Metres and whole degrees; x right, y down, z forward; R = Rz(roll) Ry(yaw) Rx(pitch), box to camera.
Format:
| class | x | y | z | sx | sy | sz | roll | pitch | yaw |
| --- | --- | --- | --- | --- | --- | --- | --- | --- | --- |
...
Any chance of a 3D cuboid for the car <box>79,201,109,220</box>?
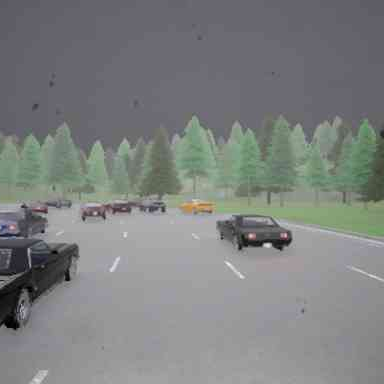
| class | x | y | z | sx | sy | sz | roll | pitch | yaw |
| --- | --- | --- | --- | --- | --- | --- | --- | --- | --- |
| car | -8.578 | 1.524 | 28.404 | 1.812 | 1.442 | 4.674 | 0 | 0 | -23 |

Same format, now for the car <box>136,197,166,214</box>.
| class | x | y | z | sx | sy | sz | roll | pitch | yaw |
| --- | --- | --- | --- | --- | --- | --- | --- | --- | --- |
| car | -4.440 | 1.501 | 35.865 | 1.837 | 1.490 | 4.892 | 1 | -1 | -29 |

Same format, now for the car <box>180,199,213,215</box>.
| class | x | y | z | sx | sy | sz | roll | pitch | yaw |
| --- | --- | --- | --- | --- | --- | --- | --- | --- | --- |
| car | 0.352 | 1.477 | 34.474 | 1.882 | 1.535 | 5.008 | 0 | -1 | -26 |

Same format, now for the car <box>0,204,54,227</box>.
| class | x | y | z | sx | sy | sz | roll | pitch | yaw |
| --- | --- | --- | --- | --- | --- | --- | --- | --- | --- |
| car | -8.567 | 1.546 | 16.333 | 2.033 | 1.411 | 5.357 | 0 | 0 | -11 |

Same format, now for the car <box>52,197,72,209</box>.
| class | x | y | z | sx | sy | sz | roll | pitch | yaw |
| --- | --- | --- | --- | --- | --- | --- | --- | --- | --- |
| car | -18.678 | 1.490 | 46.207 | 4.902 | 1.511 | 2.128 | 0 | 0 | 35 |

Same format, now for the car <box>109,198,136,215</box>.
| class | x | y | z | sx | sy | sz | roll | pitch | yaw |
| --- | --- | --- | --- | --- | --- | --- | --- | --- | --- |
| car | -7.794 | 1.476 | 34.329 | 1.882 | 1.535 | 5.008 | 0 | 0 | -30 |

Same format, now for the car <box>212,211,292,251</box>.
| class | x | y | z | sx | sy | sz | roll | pitch | yaw |
| --- | --- | --- | --- | --- | --- | --- | --- | --- | --- |
| car | 2.382 | 1.600 | 14.085 | 1.895 | 1.301 | 4.718 | 0 | 0 | -8 |

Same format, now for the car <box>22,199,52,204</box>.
| class | x | y | z | sx | sy | sz | roll | pitch | yaw |
| --- | --- | --- | --- | --- | --- | --- | --- | --- | --- |
| car | -16.578 | 1.562 | 34.728 | 1.994 | 1.385 | 4.181 | 0 | 0 | -39 |

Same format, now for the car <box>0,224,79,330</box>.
| class | x | y | z | sx | sy | sz | roll | pitch | yaw |
| --- | --- | --- | --- | --- | --- | --- | --- | --- | --- |
| car | -3.784 | 1.600 | 6.793 | 1.895 | 1.301 | 4.718 | 0 | 0 | -4 |

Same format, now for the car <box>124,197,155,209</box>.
| class | x | y | z | sx | sy | sz | roll | pitch | yaw |
| --- | --- | --- | --- | --- | --- | --- | --- | --- | --- |
| car | -7.250 | 1.503 | 45.635 | 1.837 | 1.490 | 4.892 | 0 | 0 | -43 |
